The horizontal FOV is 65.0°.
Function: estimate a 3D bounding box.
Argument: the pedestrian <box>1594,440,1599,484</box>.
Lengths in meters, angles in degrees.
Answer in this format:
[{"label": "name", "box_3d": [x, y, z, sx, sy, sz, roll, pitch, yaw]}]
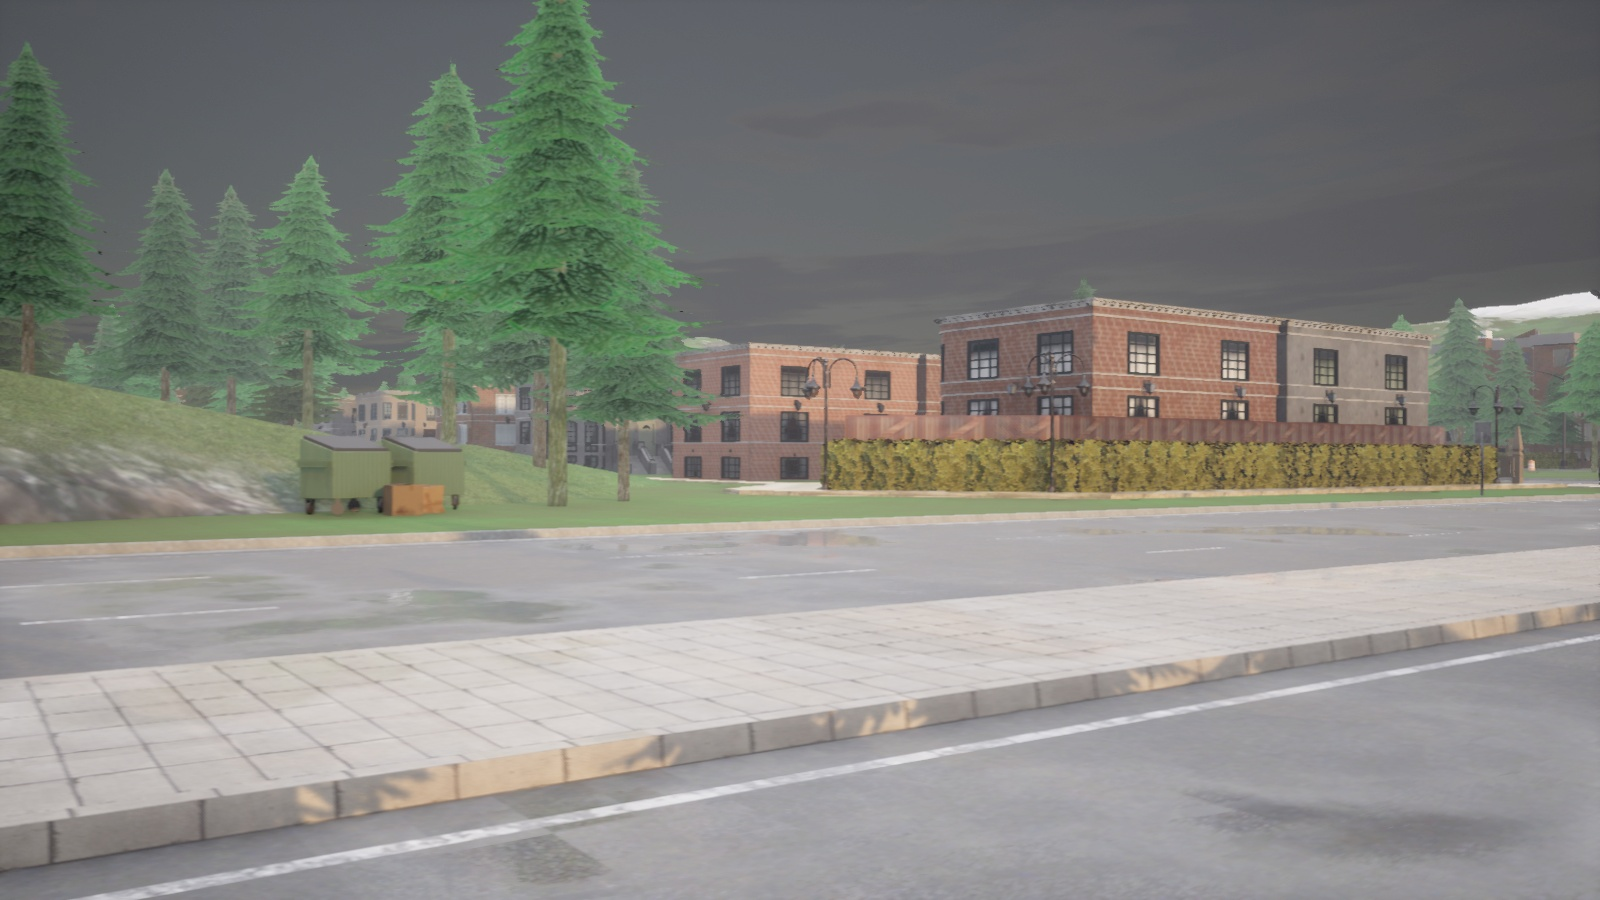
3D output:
[{"label": "pedestrian", "box_3d": [35.424, 0.508, 55.269, 0.666, 1.930, 0.402, 0, 0, 9]}]
